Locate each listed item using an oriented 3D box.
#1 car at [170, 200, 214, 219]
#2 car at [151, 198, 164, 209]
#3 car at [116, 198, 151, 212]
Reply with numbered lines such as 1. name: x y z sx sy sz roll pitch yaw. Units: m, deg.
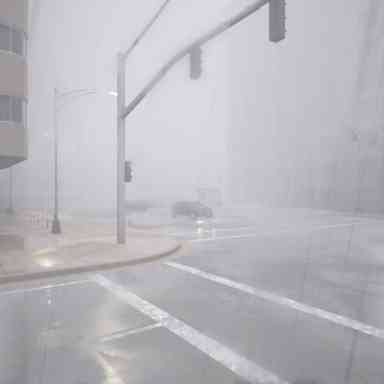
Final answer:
1. car: -0.095 1.505 29.185 1.837 1.490 4.892 0 0 -36
2. car: -6.272 1.547 43.914 2.033 1.411 5.357 0 0 -36
3. car: -7.017 1.600 38.697 1.895 1.301 4.718 0 0 -36
